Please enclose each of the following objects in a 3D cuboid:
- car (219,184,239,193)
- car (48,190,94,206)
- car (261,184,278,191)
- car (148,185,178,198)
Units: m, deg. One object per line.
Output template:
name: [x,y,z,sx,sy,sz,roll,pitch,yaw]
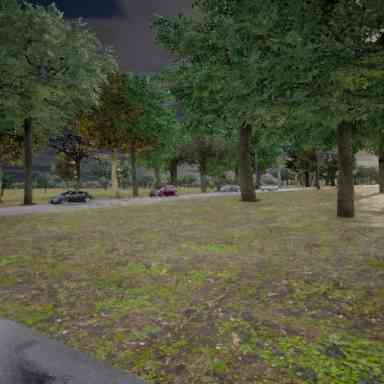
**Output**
car: [6.825,-0.614,60.709,2.128,1.511,4.902,-1,1,38]
car: [-12.817,0.602,35.336,1.837,1.490,4.892,-1,2,38]
car: [15.450,-0.862,66.022,1.895,1.301,4.718,-1,2,37]
car: [-4.017,-0.114,46.768,2.097,1.767,4.553,-1,2,38]
